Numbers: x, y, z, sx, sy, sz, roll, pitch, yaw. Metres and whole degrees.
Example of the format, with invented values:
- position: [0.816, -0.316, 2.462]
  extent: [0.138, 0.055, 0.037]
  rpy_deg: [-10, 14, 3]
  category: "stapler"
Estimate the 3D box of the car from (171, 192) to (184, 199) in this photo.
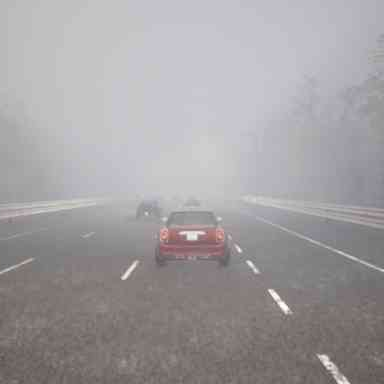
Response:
- position: [-3.415, 1.202, 70.984]
  extent: [2.128, 1.511, 4.902]
  rpy_deg: [0, 0, 0]
  category: "car"

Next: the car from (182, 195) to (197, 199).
- position: [0.045, 1.376, 35.800]
  extent: [1.994, 1.385, 4.181]
  rpy_deg: [0, 0, 0]
  category: "car"

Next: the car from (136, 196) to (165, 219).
- position: [-3.466, 1.367, 27.773]
  extent: [1.837, 1.490, 4.892]
  rpy_deg: [0, 0, 0]
  category: "car"

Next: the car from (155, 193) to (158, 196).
- position: [-6.936, 1.291, 53.040]
  extent: [1.812, 1.442, 4.674]
  rpy_deg: [0, 0, 0]
  category: "car"

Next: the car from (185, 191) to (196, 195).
- position: [0.084, 1.142, 70.933]
  extent: [1.882, 1.535, 5.008]
  rpy_deg: [0, 0, 0]
  category: "car"

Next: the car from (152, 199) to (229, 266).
- position: [0.009, 1.281, 11.439]
  extent: [2.097, 1.767, 4.553]
  rpy_deg: [0, 0, 0]
  category: "car"

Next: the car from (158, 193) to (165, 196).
- position: [-6.915, 1.045, 70.977]
  extent: [2.097, 1.767, 4.553]
  rpy_deg: [0, 0, 0]
  category: "car"
